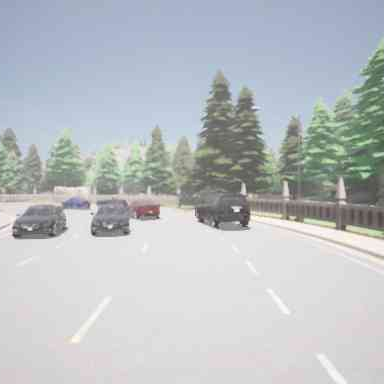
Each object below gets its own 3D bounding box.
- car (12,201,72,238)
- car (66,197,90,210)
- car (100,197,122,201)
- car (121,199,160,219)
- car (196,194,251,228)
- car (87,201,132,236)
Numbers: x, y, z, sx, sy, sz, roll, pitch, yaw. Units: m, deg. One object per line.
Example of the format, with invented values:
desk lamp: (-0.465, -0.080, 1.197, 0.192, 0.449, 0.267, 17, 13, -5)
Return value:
car: (-7.789, 1.437, 17.389, 1.837, 1.490, 4.892, 0, 0, -11)
car: (-14.284, 1.357, 41.018, 4.674, 1.442, 1.812, 1, 0, 42)
car: (-10.140, 1.320, 41.875, 2.128, 1.511, 4.902, 0, 0, -45)
car: (-4.183, 1.363, 27.762, 1.882, 1.535, 5.008, 0, 0, -24)
car: (1.900, 1.132, 21.627, 2.150, 2.045, 5.566, 0, 0, -14)
car: (-4.385, 1.434, 18.213, 1.837, 1.490, 4.892, 0, 0, -12)
